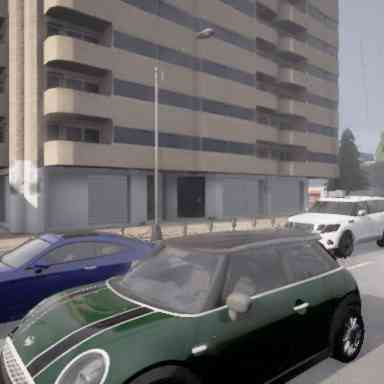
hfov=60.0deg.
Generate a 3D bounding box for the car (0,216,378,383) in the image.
[{"bbox_3d":[0.188,1.348,4.177,4.553,1.767,2.097,0,0,-38],"label":"car"}]

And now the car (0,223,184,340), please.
[{"bbox_3d":[-2.562,1.525,6.464,4.674,1.442,1.812,0,0,-38],"label":"car"}]

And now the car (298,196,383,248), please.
[{"bbox_3d":[5.962,1.206,13.136,5.566,2.045,2.150,0,0,-38],"label":"car"}]
